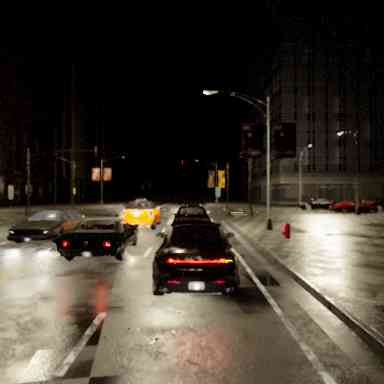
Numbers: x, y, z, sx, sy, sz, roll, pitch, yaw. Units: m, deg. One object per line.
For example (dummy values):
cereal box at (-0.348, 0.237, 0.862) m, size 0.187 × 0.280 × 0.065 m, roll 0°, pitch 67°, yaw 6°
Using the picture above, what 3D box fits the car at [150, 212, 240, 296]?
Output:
car at (0.094, 1.485, 8.567) m, size 1.837 × 1.490 × 4.892 m, roll 0°, pitch 0°, yaw 0°

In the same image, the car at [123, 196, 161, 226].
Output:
car at (-3.160, 1.332, 21.162) m, size 2.097 × 1.767 × 4.553 m, roll 0°, pitch 0°, yaw 0°

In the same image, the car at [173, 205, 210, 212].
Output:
car at (-0.009, 1.455, 18.058) m, size 1.882 × 1.535 × 5.008 m, roll 0°, pitch 0°, yaw 0°

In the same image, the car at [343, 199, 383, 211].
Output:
car at (20.804, 1.522, 40.086) m, size 4.313 × 1.339 × 1.947 m, roll 0°, pitch 0°, yaw -1°

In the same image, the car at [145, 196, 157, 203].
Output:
car at (-9.792, 1.740, 79.660) m, size 2.033 × 1.411 × 5.357 m, roll 0°, pitch 0°, yaw 0°

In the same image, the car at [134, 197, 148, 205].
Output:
car at (-9.810, 1.648, 64.172) m, size 1.812 × 1.442 × 4.674 m, roll 0°, pitch 0°, yaw 0°

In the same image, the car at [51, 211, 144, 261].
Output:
car at (-3.154, 1.578, 12.170) m, size 1.895 × 1.301 × 4.718 m, roll 0°, pitch 0°, yaw 0°

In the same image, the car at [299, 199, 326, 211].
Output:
car at (15.164, 1.541, 39.995) m, size 4.313 × 1.339 × 1.947 m, roll 0°, pitch 0°, yaw -1°

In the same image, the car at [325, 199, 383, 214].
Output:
car at (15.299, 1.482, 31.471) m, size 4.206 × 1.307 × 1.802 m, roll 0°, pitch 0°, yaw -1°

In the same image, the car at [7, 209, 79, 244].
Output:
car at (-6.583, 1.523, 15.958) m, size 2.033 × 1.411 × 5.357 m, roll 0°, pitch 0°, yaw 0°
